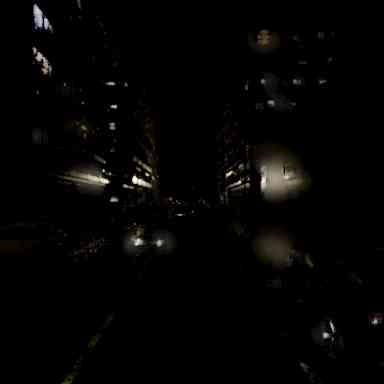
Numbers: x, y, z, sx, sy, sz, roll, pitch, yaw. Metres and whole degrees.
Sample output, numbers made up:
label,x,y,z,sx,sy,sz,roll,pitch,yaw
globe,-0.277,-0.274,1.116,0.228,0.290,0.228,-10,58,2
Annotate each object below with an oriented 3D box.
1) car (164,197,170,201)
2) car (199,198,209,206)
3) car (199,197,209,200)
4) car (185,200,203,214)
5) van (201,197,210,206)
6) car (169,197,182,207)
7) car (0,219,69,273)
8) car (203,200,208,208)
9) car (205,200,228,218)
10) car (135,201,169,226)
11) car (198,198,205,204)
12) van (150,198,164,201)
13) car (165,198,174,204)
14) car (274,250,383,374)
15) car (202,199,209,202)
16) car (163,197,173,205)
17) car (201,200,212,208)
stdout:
label,x,y,z,sx,sy,sz,roll,pitch,yaw
car,-5.715,2.198,68.281,2.008,1.369,4.403,1,-1,0
car,2.665,2.144,74.046,1.967,1.590,4.097,1,-1,0
car,2.672,2.092,56.956,2.008,1.369,4.403,1,-1,0
car,0.076,1.983,40.276,1.895,1.301,4.718,0,-1,0
van,2.670,1.990,68.351,1.690,1.788,3.998,1,-1,0
car,-3.043,2.134,66.835,1.837,1.490,4.892,0,0,0
car,-5.683,1.631,11.151,1.752,1.417,4.829,1,-1,0
car,2.681,1.945,39.868,1.947,1.339,4.313,1,-1,0
car,2.685,1.870,34.172,1.887,1.381,4.507,1,-1,0
car,-3.113,1.722,25.797,1.882,1.535,5.008,0,-1,0
car,2.653,2.449,91.132,1.802,1.307,4.206,1,-1,0
van,-5.701,1.826,51.195,1.690,1.788,3.998,1,-1,0
car,-5.725,2.355,85.371,1.887,1.381,4.507,1,-1,0
car,2.700,1.621,5.691,1.947,1.339,4.313,1,-1,0
car,2.678,1.999,45.564,1.947,1.339,4.313,1,-1,0
car,-5.717,2.071,79.676,2.192,1.841,5.009,1,-1,0
car,2.669,2.177,62.652,1.802,1.307,4.206,1,-1,0
